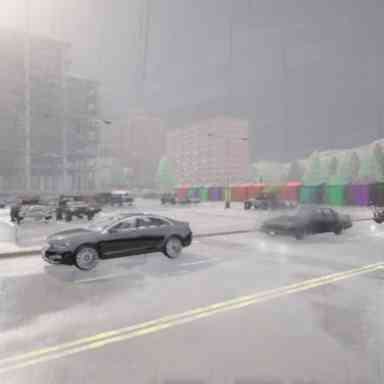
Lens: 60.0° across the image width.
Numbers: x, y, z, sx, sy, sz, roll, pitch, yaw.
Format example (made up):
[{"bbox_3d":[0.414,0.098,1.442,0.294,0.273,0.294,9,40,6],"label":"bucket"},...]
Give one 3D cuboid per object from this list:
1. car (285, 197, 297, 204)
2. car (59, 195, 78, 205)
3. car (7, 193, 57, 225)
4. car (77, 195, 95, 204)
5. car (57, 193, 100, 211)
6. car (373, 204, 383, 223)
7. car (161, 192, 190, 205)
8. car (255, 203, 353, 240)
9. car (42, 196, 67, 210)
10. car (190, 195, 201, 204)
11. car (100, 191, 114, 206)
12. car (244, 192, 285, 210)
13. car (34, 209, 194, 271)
[{"bbox_3d":[9.820,1.182,37.118,1.970,1.475,3.806,0,0,-36],"label":"car"},{"bbox_3d":[-20.590,1.261,55.325,1.970,1.475,3.806,0,0,-36],"label":"car"},{"bbox_3d":[-10.822,1.113,22.293,1.932,1.855,4.605,0,0,-36],"label":"car"},{"bbox_3d":[-18.241,1.209,57.015,1.784,1.438,3.905,0,0,-36],"label":"car"},{"bbox_3d":[-8.442,1.096,23.940,1.905,1.878,3.866,0,0,-36],"label":"car"},{"bbox_3d":[14.054,1.182,22.088,4.553,1.767,2.097,0,0,-34],"label":"car"},{"bbox_3d":[-2.789,0.951,49.642,1.932,1.855,4.605,0,0,-36],"label":"car"},{"bbox_3d":[5.801,1.446,16.472,5.357,1.411,2.033,0,0,-34],"label":"car"},{"bbox_3d":[-16.449,1.308,39.698,1.970,1.475,3.806,0,0,-36],"label":"car"},{"bbox_3d":[-0.400,1.141,51.283,1.784,1.438,3.905,0,0,-36],"label":"car"},{"bbox_3d":[-16.093,0.981,58.623,1.932,1.855,4.605,0,0,-36],"label":"car"},{"bbox_3d":[7.463,0.962,35.434,1.905,1.878,3.866,0,0,-36],"label":"car"},{"bbox_3d":[-2.239,1.456,10.932,4.902,1.511,2.128,0,0,-35],"label":"car"}]
